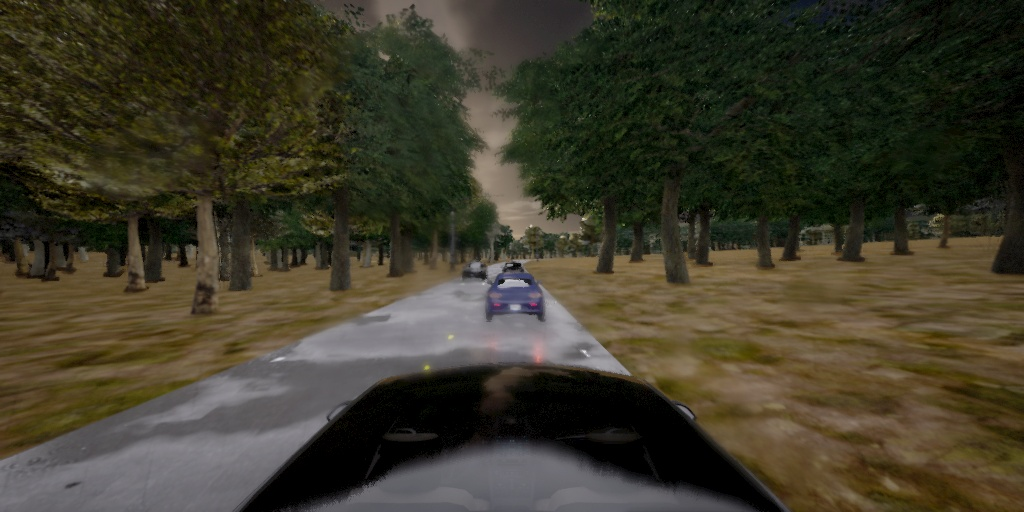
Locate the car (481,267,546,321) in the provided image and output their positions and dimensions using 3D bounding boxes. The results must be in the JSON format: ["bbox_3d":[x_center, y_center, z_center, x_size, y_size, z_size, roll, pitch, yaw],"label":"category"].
[{"bbox_3d":[0.105,1.275,12.342,1.812,1.442,4.674,0,0,0],"label":"car"}]

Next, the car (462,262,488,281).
[{"bbox_3d":[-3.057,1.236,30.315,1.882,1.535,5.008,0,0,0],"label":"car"}]

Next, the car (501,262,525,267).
[{"bbox_3d":[0.113,1.262,30.314,1.837,1.490,4.892,0,0,0],"label":"car"}]
